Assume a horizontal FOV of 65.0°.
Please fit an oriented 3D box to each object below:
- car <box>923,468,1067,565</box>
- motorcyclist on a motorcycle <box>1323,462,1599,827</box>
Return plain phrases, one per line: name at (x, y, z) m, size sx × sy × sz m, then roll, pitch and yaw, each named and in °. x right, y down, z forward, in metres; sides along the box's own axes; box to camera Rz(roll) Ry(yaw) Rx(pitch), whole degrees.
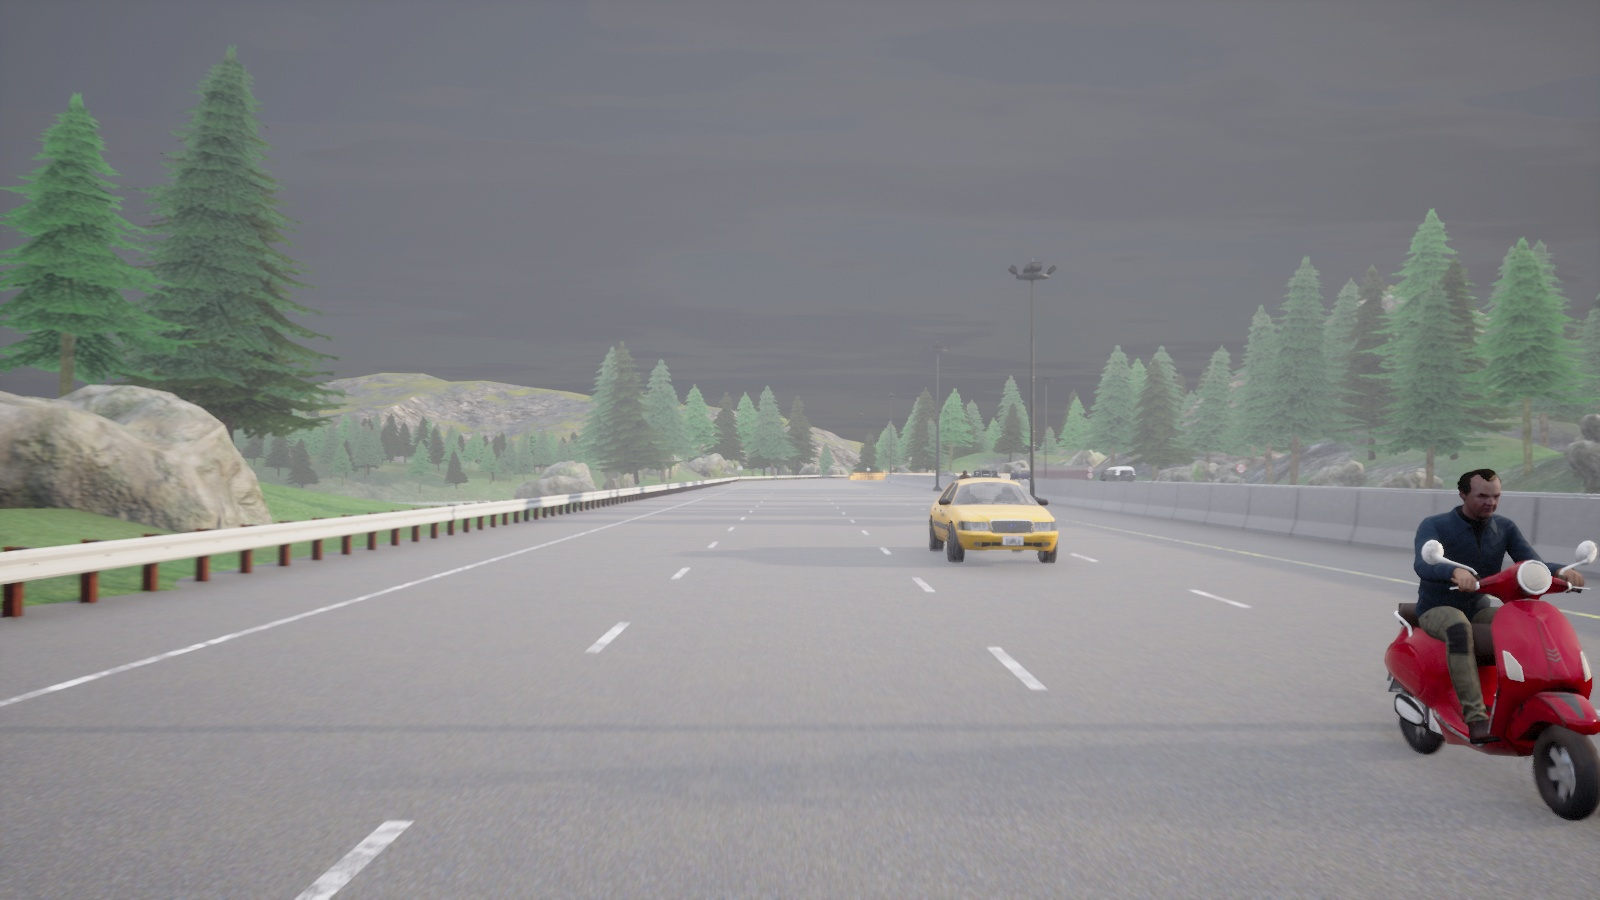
car at (3.445, 1.126, 23.164) m, size 1.801 × 1.575 × 5.366 m, roll 0°, pitch -1°, yaw 0°
motorcyclist on a motorcycle at (3.485, 0.861, 6.397) m, size 0.866 × 1.590 × 1.817 m, roll 0°, pitch -1°, yaw 0°
